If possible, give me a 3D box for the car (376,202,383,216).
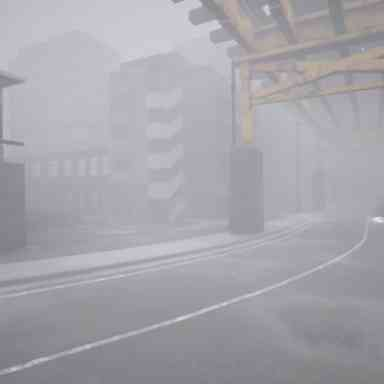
[{"bbox_3d":[19.536,1.710,33.273,1.895,1.301,4.718,-1,-1,28],"label":"car"}]

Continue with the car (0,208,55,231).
[{"bbox_3d":[-13.748,2.245,27.770,1.851,1.617,3.988,-1,-1,28],"label":"car"}]

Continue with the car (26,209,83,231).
[{"bbox_3d":[-11.160,2.198,26.248,2.033,1.415,5.357,-1,-1,28],"label":"car"}]
